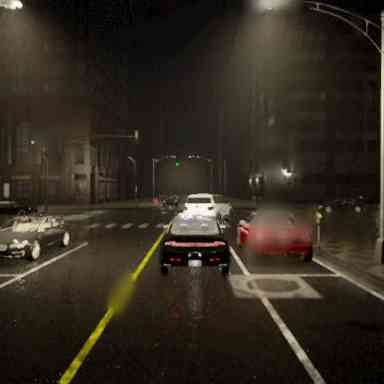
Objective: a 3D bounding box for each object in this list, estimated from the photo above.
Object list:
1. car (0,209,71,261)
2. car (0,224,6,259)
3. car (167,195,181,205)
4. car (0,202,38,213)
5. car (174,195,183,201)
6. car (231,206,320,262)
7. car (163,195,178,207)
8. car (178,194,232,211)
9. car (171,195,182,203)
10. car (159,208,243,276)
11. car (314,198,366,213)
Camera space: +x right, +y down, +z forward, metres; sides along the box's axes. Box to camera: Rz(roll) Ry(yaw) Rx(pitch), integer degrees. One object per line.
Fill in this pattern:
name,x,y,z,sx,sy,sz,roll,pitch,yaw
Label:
car,-5.773,1.511,11.916,2.008,1.369,4.403,0,0,0
car,-5.769,1.545,6.279,1.947,1.339,4.313,0,0,0
car,-3.101,1.327,56.986,2.128,1.511,4.902,0,0,0
car,-16.427,1.551,30.003,4.718,1.301,1.895,0,0,0
car,-3.124,1.350,76.353,1.994,1.385,4.181,0,0,0
car,2.752,1.400,11.922,1.967,1.590,4.097,0,0,0
car,-3.070,1.209,48.209,2.097,1.767,4.553,0,0,-1
car,1.268,1.163,22.918,2.150,2.045,5.566,-1,0,21
car,-3.078,1.319,66.513,1.837,1.490,4.892,0,0,0
car,0.079,1.456,10.257,2.128,1.511,4.902,0,0,0
car,14.866,1.348,33.539,4.892,1.490,1.837,0,0,0
